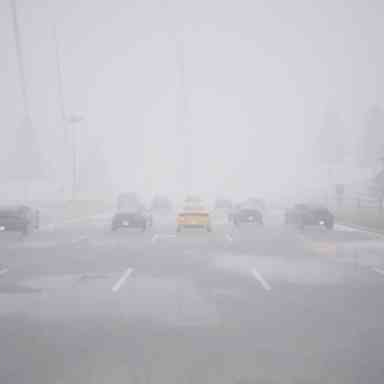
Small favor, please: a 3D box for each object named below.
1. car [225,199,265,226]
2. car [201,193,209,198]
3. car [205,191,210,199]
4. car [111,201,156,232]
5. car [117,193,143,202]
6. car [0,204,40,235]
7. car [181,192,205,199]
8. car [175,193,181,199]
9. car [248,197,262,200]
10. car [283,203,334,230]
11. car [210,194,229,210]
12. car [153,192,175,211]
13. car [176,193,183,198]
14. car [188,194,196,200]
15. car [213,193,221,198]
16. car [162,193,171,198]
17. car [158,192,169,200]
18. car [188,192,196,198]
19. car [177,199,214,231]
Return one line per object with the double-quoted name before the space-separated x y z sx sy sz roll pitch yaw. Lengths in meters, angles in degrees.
"car" 3.583 1.440 22.619 1.812 1.442 4.674 0 0 0
"car" 3.493 1.037 91.771 1.994 1.385 4.181 0 0 0
"car" 3.493 1.161 81.352 1.882 1.535 5.008 0 0 0
"car" -3.417 1.451 19.389 1.812 1.442 4.674 0 0 0
"car" -6.903 1.079 37.388 2.150 2.045 5.566 0 0 0
"car" -9.530 1.436 17.936 1.837 1.490 4.892 0 0 -15
"car" 0.097 1.208 37.800 2.097 1.767 4.553 0 0 0
"car" -3.507 1.206 81.768 1.812 1.442 4.674 0 0 0
"car" 7.098 1.360 38.133 1.837 1.490 4.892 0 0 0
"car" 7.099 1.426 20.631 1.837 1.490 4.892 0 0 0
"car" 3.598 1.327 39.664 1.882 1.535 5.008 0 0 0
"car" -3.402 1.208 37.784 2.097 1.767 4.553 0 0 0
"car" -3.507 1.008 91.771 1.812 1.442 4.674 0 0 0
"car" -0.007 1.206 81.768 1.812 1.442 4.674 0 0 0
"car" 6.993 0.984 91.771 1.837 1.490 4.892 0 0 0
"car" -7.007 1.036 91.771 1.994 1.385 4.181 0 0 0
"car" -7.007 0.907 81.380 2.150 2.045 5.566 0 0 0
"car" -0.007 0.839 91.740 2.097 1.767 4.553 0 0 0
"car" 0.098 1.402 19.877 1.882 1.535 5.008 0 0 0
